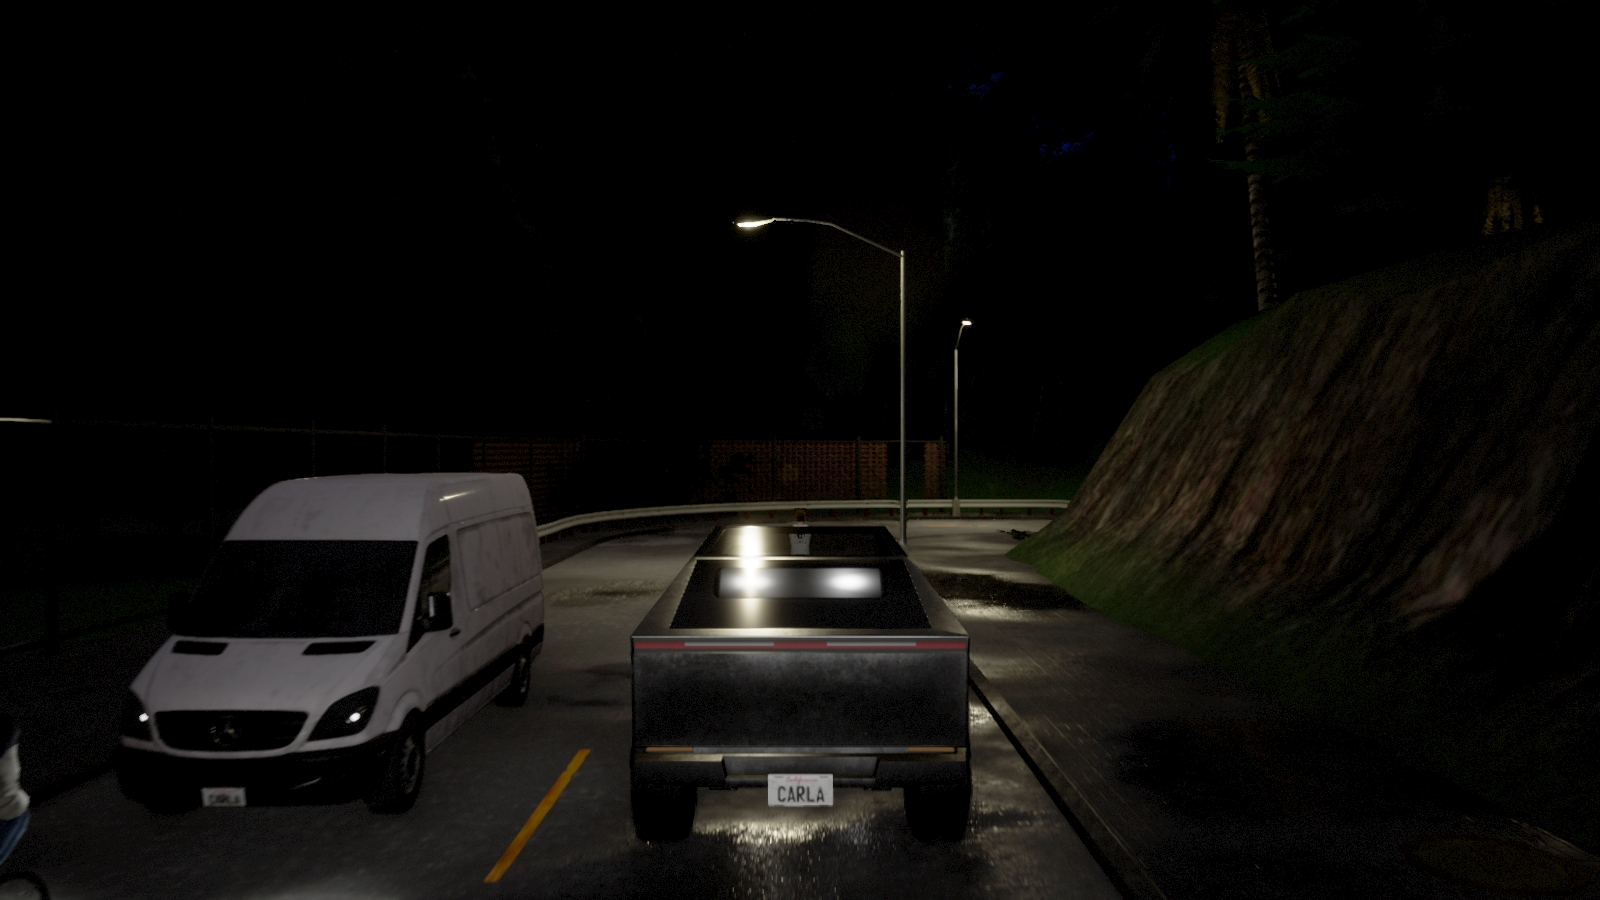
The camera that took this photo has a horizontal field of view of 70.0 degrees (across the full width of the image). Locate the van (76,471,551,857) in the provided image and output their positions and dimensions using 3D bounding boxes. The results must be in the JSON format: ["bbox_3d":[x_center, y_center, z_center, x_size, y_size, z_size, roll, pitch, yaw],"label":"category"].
[{"bbox_3d":[-4.001,1.534,10.842,1.988,2.561,5.915,0,0,0],"label":"van"}]

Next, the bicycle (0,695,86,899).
[{"bbox_3d":[-3.993,2.055,5.260,0.373,1.496,1.643,0,0,0],"label":"bicycle"}]

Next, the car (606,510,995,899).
[{"bbox_3d":[0.002,1.752,10.169,2.390,2.098,6.274,0,0,0],"label":"car"}]
